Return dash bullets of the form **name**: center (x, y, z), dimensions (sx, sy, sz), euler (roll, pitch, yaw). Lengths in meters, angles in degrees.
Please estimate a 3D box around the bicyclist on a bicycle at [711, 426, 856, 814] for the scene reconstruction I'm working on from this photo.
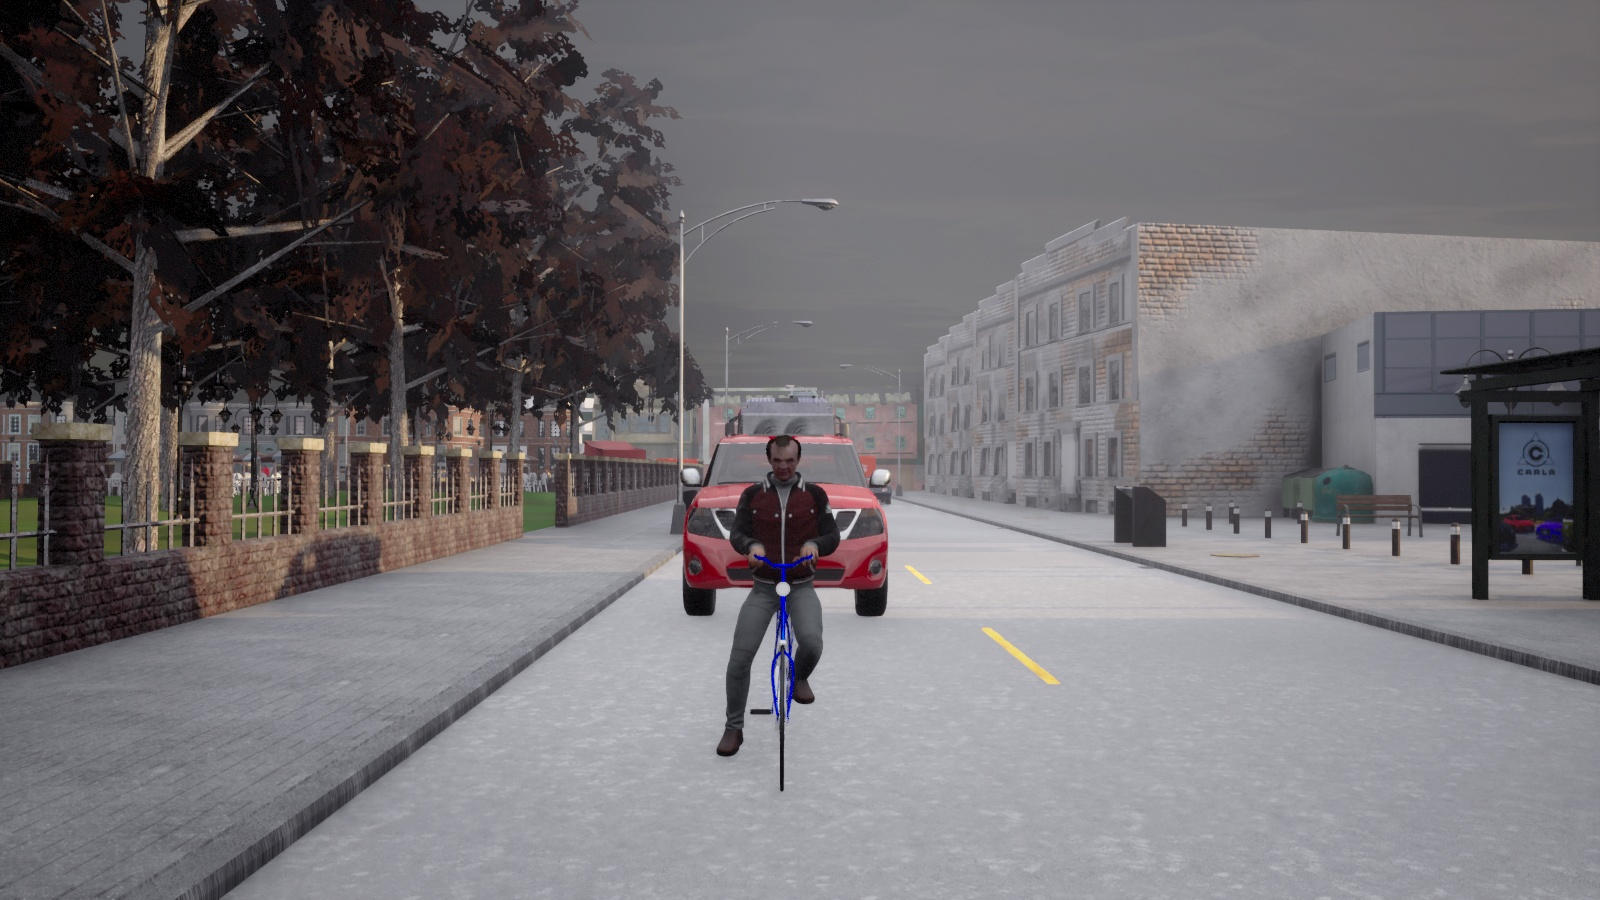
- **bicyclist on a bicycle**: center (-0.083, 0.798, 6.689), dimensions (0.659, 1.776, 1.843), euler (0, -1, -1)

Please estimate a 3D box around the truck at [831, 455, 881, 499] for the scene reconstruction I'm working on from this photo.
- **truck**: center (3.215, 1.546, 73.505), dimensions (2.627, 2.467, 5.204), euler (0, -1, -1)

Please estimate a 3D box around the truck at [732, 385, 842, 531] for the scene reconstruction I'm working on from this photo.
- **truck**: center (-0.389, 0.278, 37.431), dimensions (2.891, 3.827, 8.468), euler (0, -1, -1)

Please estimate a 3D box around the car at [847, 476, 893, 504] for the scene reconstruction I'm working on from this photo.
- **car**: center (3.356, 1.924, 61.059), dimensions (1.895, 1.301, 4.718), euler (0, -1, -1)

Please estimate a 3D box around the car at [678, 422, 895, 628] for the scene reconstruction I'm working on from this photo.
- **car**: center (-0.171, 0.791, 15.308), dimensions (2.150, 2.045, 5.566), euler (0, -1, -1)
